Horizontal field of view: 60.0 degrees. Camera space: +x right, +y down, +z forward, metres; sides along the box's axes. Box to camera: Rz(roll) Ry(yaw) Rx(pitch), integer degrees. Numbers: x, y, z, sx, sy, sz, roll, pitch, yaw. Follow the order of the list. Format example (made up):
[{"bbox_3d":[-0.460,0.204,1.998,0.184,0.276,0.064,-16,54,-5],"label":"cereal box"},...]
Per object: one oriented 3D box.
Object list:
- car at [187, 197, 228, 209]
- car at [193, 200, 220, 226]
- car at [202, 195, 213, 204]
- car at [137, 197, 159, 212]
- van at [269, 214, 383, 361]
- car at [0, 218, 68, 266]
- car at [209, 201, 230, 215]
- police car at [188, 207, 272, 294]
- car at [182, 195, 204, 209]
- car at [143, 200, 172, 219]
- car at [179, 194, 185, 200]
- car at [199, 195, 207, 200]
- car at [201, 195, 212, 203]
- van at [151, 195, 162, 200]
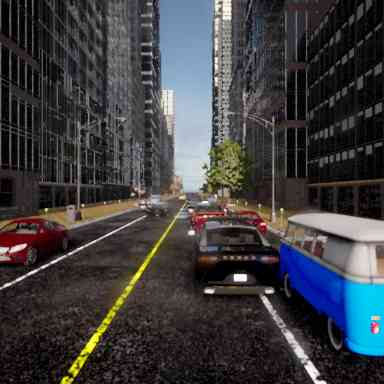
[{"bbox_3d":[0.912,1.370,18.778,2.097,1.767,4.553,0,0,0],"label":"car"},{"bbox_3d":[0.983,1.480,25.006,1.801,1.575,5.366,0,0,0],"label":"car"},{"bbox_3d":[2.899,1.474,62.715,1.967,1.590,4.097,0,0,0],"label":"car"},{"bbox_3d":[-5.558,1.588,39.977,2.008,1.369,4.403,0,0,0],"label":"car"},{"bbox_3d":[2.709,1.347,5.791,1.690,1.788,3.998,0,0,0],"label":"van"},{"bbox_3d":[-5.653,1.593,11.514,1.802,1.307,4.206,0,0,0],"label":"car"},{"bbox_3d":[2.804,1.616,34.253,1.802,1.307,4.206,0,0,0],"label":"car"},{"bbox_3d":[0.929,1.434,8.926,1.930,1.638,5.238,0,0,0],"label":"police car"},{"bbox_3d":[0.161,1.531,45.714,2.128,1.511,4.902,0,0,0],"label":"car"},{"bbox_3d":[-2.902,1.630,30.042,1.895,1.301,4.718,0,0,0],"label":"car"},{"bbox_3d":[-2.685,1.357,95.047,2.097,1.767,4.553,0,0,0],"label":"car"},{"bbox_3d":[2.994,1.555,91.177,1.887,1.381,4.507,0,0,0],"label":"car"},{"bbox_3d":[2.918,1.471,68.407,1.967,1.590,4.097,0,0,0],"label":"car"},{"bbox_3d":[-5.519,1.381,51.362,1.690,1.788,3.998,0,0,0],"label":"van"}]
